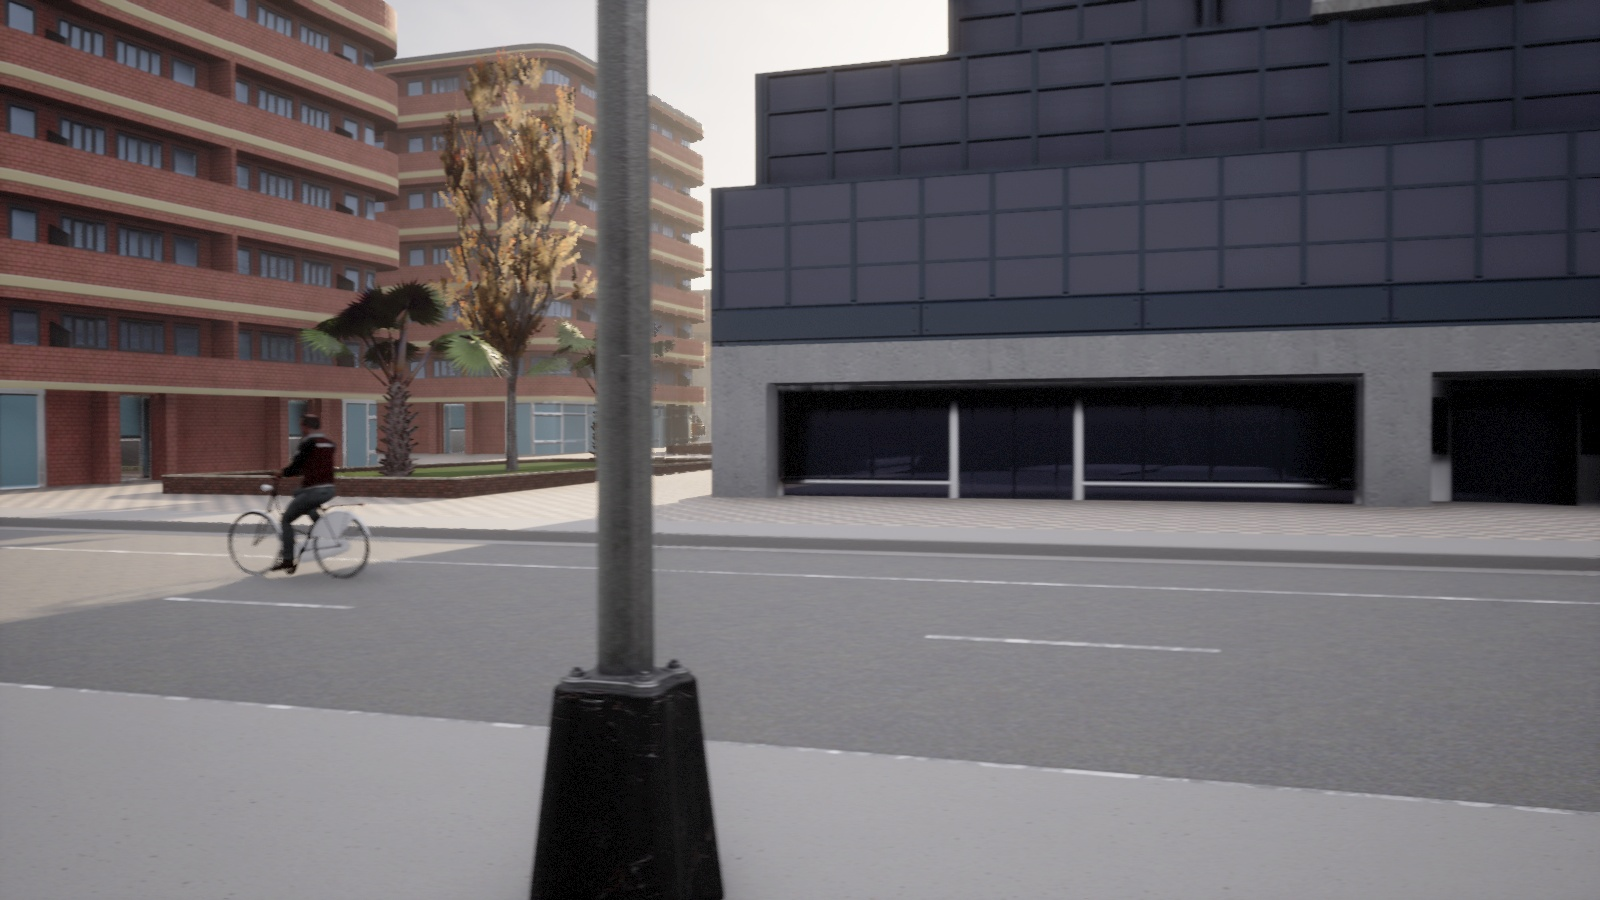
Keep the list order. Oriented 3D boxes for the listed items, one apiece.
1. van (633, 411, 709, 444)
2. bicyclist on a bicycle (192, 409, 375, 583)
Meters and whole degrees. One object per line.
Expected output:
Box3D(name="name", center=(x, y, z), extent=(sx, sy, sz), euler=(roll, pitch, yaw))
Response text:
Box3D(name="van", center=(-8.440, -1.455, 82.316), extent=(4.480, 2.038, 2.069), euler=(-1, 1, 19))
Box3D(name="bicyclist on a bicycle", center=(-5.552, 0.460, 13.499), extent=(1.843, 1.776, 0.659), euler=(1, 1, 19))
